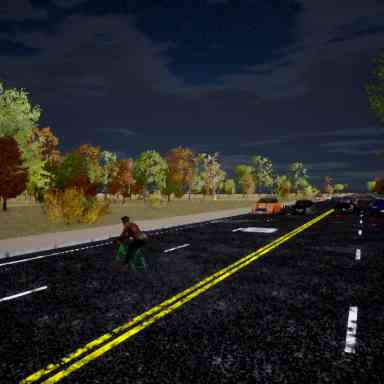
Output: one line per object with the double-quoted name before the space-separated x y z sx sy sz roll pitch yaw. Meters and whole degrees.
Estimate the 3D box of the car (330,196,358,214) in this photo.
"car" 16.011 1.491 34.711 2.128 1.511 4.902 0 0 27

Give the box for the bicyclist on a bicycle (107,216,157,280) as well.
"bicyclist on a bicycle" -1.613 1.454 8.742 1.656 1.620 0.582 -1 0 27

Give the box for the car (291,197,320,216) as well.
"car" 10.846 1.505 32.225 1.837 1.490 4.892 0 0 27

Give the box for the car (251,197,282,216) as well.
"car" 7.316 1.352 32.471 2.097 1.767 4.553 0 0 27

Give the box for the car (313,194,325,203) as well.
"car" 26.006 1.302 68.456 2.097 1.767 4.553 0 0 27

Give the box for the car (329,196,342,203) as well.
"car" 29.453 1.471 68.049 2.033 1.411 5.357 0 0 27

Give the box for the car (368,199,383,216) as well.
"car" 17.952 1.525 31.503 1.812 1.442 4.674 0 0 28

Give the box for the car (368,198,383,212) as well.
"car" 22.503 1.545 40.314 2.033 1.411 5.357 0 0 28

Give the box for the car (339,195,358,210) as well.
"car" 20.641 1.350 43.686 2.097 1.767 4.553 0 0 27
